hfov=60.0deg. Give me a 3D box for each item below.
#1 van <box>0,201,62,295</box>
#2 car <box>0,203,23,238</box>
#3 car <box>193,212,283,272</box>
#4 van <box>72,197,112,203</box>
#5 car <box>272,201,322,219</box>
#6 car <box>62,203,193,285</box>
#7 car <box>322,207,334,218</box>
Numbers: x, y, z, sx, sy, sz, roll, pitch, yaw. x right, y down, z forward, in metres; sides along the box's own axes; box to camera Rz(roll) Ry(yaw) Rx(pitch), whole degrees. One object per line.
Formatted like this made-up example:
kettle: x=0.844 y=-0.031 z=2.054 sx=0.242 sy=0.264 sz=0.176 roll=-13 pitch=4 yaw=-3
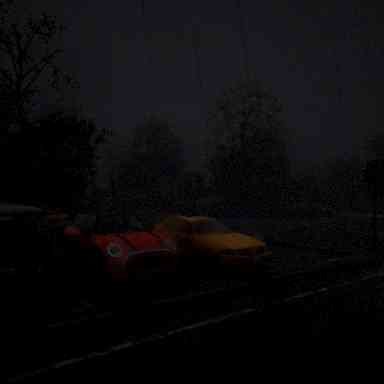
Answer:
van: x=-4.764 y=1.245 z=8.014 sx=1.878 sy=1.987 sz=4.442 roll=0 pitch=0 yaw=-36
car: x=-11.060 y=1.471 z=18.686 sx=1.946 sy=1.575 sz=5.366 roll=0 pitch=0 yaw=-36
car: x=0.238 y=1.499 z=11.257 sx=1.946 sy=1.575 sz=5.366 roll=1 pitch=0 yaw=-36
van: x=-6.460 y=1.282 z=21.637 sx=1.878 sy=1.987 sz=4.442 roll=1 pitch=0 yaw=-36
car: x=10.340 y=1.914 z=33.882 sx=2.002 sy=1.452 sz=4.674 roll=2 pitch=-1 yaw=-36
car: x=-2.253 y=1.355 z=9.724 sx=2.185 sy=1.767 sz=4.553 roll=1 pitch=0 yaw=-36
car: x=12.886 y=1.824 z=35.777 sx=2.185 sy=1.767 sz=4.553 roll=2 pitch=-1 yaw=-36
